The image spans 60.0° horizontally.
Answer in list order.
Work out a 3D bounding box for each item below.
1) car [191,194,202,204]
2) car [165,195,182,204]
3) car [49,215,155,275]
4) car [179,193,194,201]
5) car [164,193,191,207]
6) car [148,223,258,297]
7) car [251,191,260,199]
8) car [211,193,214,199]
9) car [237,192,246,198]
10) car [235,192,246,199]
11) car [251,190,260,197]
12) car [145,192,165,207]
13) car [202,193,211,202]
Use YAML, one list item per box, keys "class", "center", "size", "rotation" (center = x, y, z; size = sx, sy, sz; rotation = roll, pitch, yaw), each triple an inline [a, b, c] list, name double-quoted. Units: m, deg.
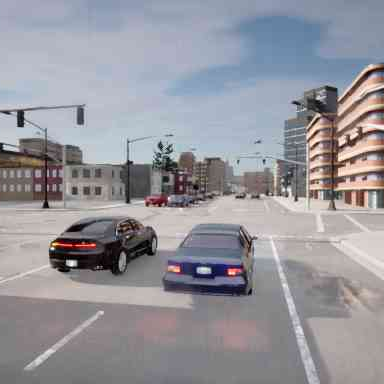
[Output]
- class: "car"
  center: [-0.190, 1.235, 56.257]
  size: [2.128, 1.511, 4.902]
  rotation: [0, 1, 11]
- class: "car"
  center: [-3.255, 1.238, 58.780]
  size: [1.812, 1.442, 4.674]
  rotation: [0, 1, 12]
- class: "car"
  center: [-2.510, 1.505, 10.562]
  size: [1.837, 1.490, 4.892]
  rotation: [0, 0, 11]
- class: "car"
  center: [-1.135, 1.073, 69.154]
  size: [2.033, 1.411, 5.357]
  rotation: [0, 1, 11]
- class: "car"
  center: [-1.949, 1.223, 47.347]
  size: [2.097, 1.767, 4.553]
  rotation: [0, 1, 11]
- class: "car"
  center: [0.707, 1.547, 8.818]
  size: [2.033, 1.411, 5.357]
  rotation: [0, 0, 11]
- class: "car"
  center: [14.338, 0.881, 75.302]
  size: [2.128, 1.511, 4.902]
  rotation: [0, 1, 11]
- class: "car"
  center: [3.804, 0.862, 76.148]
  size: [1.882, 1.535, 5.008]
  rotation: [0, 1, 11]
- class: "car"
  center: [12.937, 0.753, 86.337]
  size: [1.994, 1.385, 4.181]
  rotation: [0, 1, 11]
- class: "car"
  center: [11.006, 0.952, 76.488]
  size: [1.895, 1.301, 4.718]
  rotation: [0, 1, 11]
- class: "car"
  center: [16.341, 0.464, 85.506]
  size: [2.097, 1.767, 4.553]
  rotation: [0, 1, 11]
- class: "car"
  center: [-5.157, 1.080, 49.222]
  size: [2.150, 2.045, 5.566]
  rotation: [0, 1, 11]
- class: "car"
  center: [1.763, 1.119, 65.907]
  size: [2.033, 1.411, 5.357]
  rotation: [0, 1, 12]
